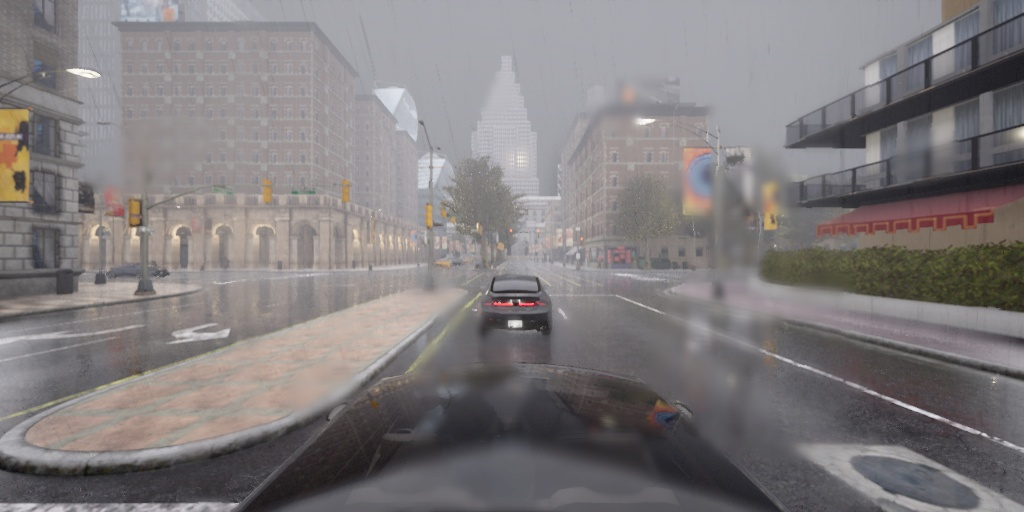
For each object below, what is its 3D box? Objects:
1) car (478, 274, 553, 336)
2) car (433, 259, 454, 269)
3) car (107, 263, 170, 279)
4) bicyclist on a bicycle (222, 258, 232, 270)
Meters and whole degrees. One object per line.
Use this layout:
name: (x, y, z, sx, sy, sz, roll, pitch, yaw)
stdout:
car: (0.101, 1.259, 10.373, 1.837, 1.490, 4.892, 0, 0, 0)
car: (-11.402, 1.256, 59.226, 1.882, 1.535, 5.008, 0, 0, 0)
car: (-33.624, 1.328, 32.355, 4.181, 1.385, 1.994, 0, 0, 0)
bicyclist on a bicycle: (-37.171, 1.073, 46.812, 0.582, 1.620, 1.656, 0, 0, 0)
